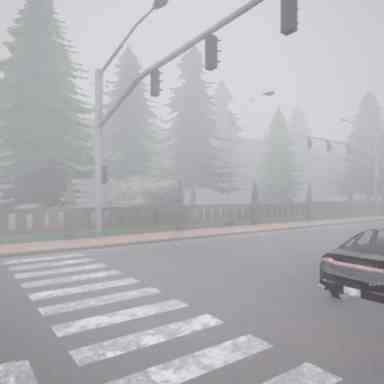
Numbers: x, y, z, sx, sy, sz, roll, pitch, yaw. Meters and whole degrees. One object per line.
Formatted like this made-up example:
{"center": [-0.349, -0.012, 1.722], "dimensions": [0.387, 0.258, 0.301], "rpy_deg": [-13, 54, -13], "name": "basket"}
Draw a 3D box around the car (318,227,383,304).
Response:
{"center": [4.727, 1.510, 7.130], "dimensions": [4.902, 1.511, 2.128], "rpy_deg": [0, 0, -35], "name": "car"}
